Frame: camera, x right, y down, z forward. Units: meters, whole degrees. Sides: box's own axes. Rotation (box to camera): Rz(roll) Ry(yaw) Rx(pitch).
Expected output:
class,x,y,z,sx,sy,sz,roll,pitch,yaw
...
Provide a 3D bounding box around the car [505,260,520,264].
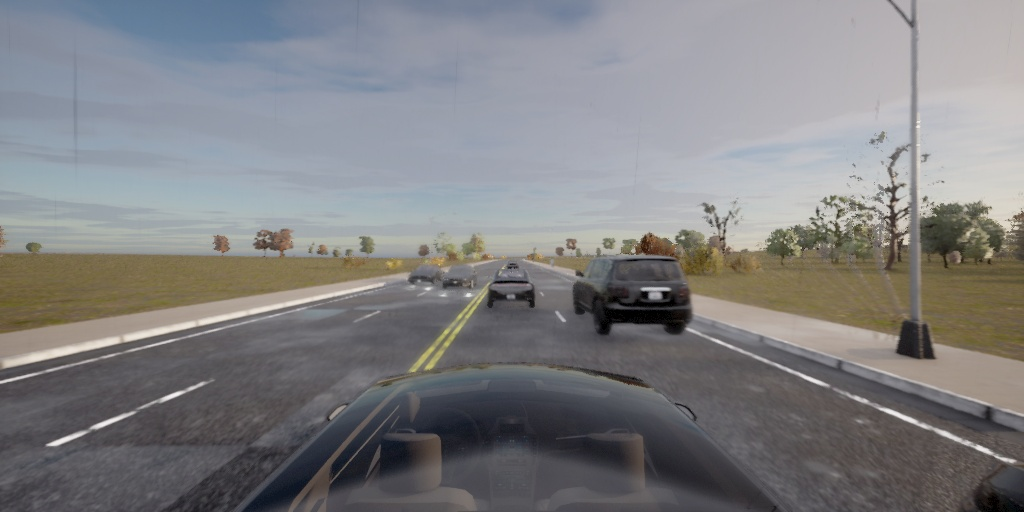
class,x,y,z,sx,sy,sz,roll,pitch,yaw
car,0.104,1.420,50.922,1.837,1.490,4.892,0,0,0

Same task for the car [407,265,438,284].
class,x,y,z,sx,sy,sz,roll,pitch,yaw
car,-6.550,1.388,28.005,2.033,1.411,5.357,0,0,0

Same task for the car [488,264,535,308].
class,x,y,z,sx,sy,sz,roll,pitch,yaw
car,-0.021,1.292,15.646,2.128,1.511,4.902,0,0,0

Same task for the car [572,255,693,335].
class,x,y,z,sx,sy,sz,roll,pitch,yaw
car,3.252,1.005,10.822,2.150,2.045,5.566,0,0,0

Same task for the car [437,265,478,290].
class,x,y,z,sx,sy,sz,roll,pitch,yaw
car,-3.327,1.332,23.510,1.837,1.490,4.892,0,0,0
